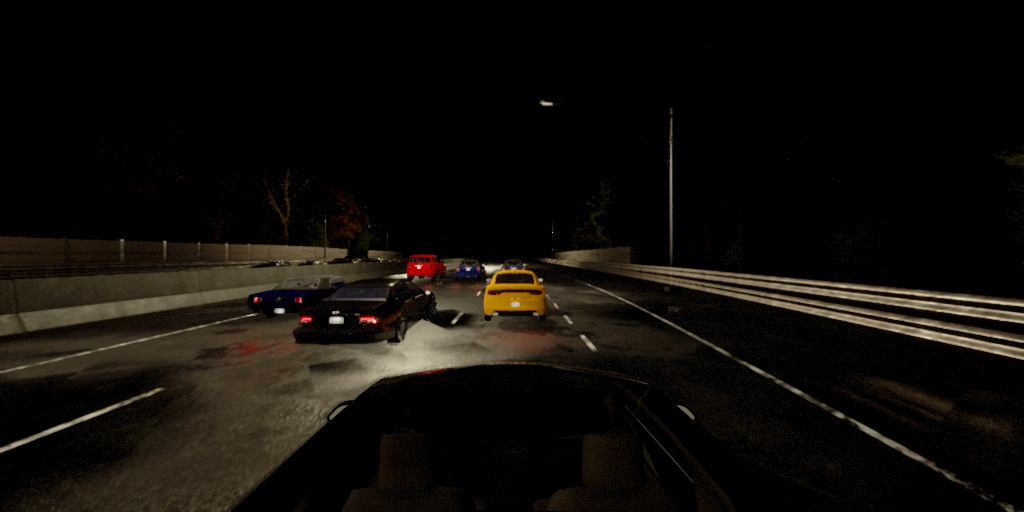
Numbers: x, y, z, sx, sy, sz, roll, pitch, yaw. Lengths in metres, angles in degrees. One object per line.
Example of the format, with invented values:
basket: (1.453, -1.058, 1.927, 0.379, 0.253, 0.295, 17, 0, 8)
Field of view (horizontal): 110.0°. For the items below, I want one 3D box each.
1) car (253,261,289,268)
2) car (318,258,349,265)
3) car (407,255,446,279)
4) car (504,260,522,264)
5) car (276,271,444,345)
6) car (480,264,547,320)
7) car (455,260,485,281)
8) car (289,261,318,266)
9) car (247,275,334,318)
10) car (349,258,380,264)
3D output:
car: (-28.071, 1.281, 42.508, 2.033, 1.411, 5.357, 0, 0, 0)
car: (-21.073, 1.085, 43.771, 2.097, 1.767, 4.553, 0, 0, 0)
car: (-6.900, 0.955, 29.268, 2.150, 2.045, 5.566, 0, 0, 0)
car: (0.101, 1.086, 29.894, 2.097, 1.767, 4.553, 0, 0, 0)
car: (-3.396, 1.290, 9.444, 2.033, 1.411, 5.357, 0, 0, 0)
car: (0.102, 1.218, 12.611, 1.882, 1.535, 5.008, 0, 0, 0)
car: (-3.398, 1.086, 29.897, 2.097, 1.767, 4.553, 0, 0, 0)
car: (-24.571, 1.299, 43.644, 1.994, 1.385, 4.181, 0, 0, 0)
car: (-6.898, 1.341, 12.874, 1.895, 1.301, 4.718, 0, 0, 0)
car: (-17.574, 1.085, 43.767, 2.097, 1.767, 4.553, 0, 0, 0)
